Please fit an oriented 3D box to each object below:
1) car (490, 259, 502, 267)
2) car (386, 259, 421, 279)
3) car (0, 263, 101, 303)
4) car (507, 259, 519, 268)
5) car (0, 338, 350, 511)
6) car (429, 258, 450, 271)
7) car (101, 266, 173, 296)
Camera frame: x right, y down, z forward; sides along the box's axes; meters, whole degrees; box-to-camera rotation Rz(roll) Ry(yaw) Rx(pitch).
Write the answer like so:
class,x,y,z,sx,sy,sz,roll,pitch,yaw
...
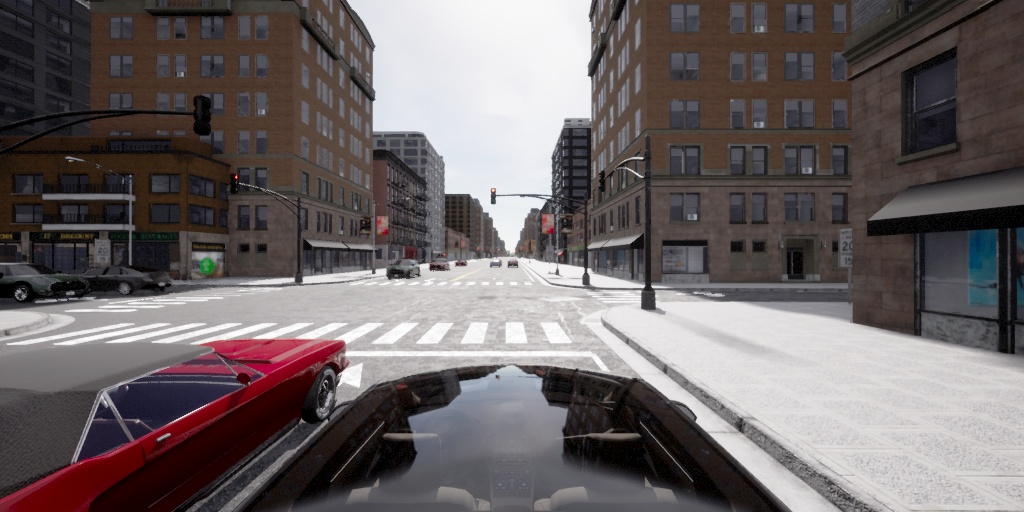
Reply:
class,x,y,z,sx,sy,sz,roll,pitch,yaw
car,-2.978,1.287,64.154,2.033,1.411,5.357,0,0,0
car,-9.768,1.101,32.573,2.097,1.767,4.553,0,0,0
car,-22.163,1.095,16.196,4.553,1.767,2.097,0,0,0
car,0.166,1.245,62.199,1.837,1.490,4.892,0,0,0
car,-3.157,1.351,2.837,1.895,1.301,4.718,0,0,0
car,-9.721,1.097,48.169,2.097,1.767,4.553,0,0,0
car,-20.914,1.259,18.987,4.892,1.490,1.837,0,1,1
